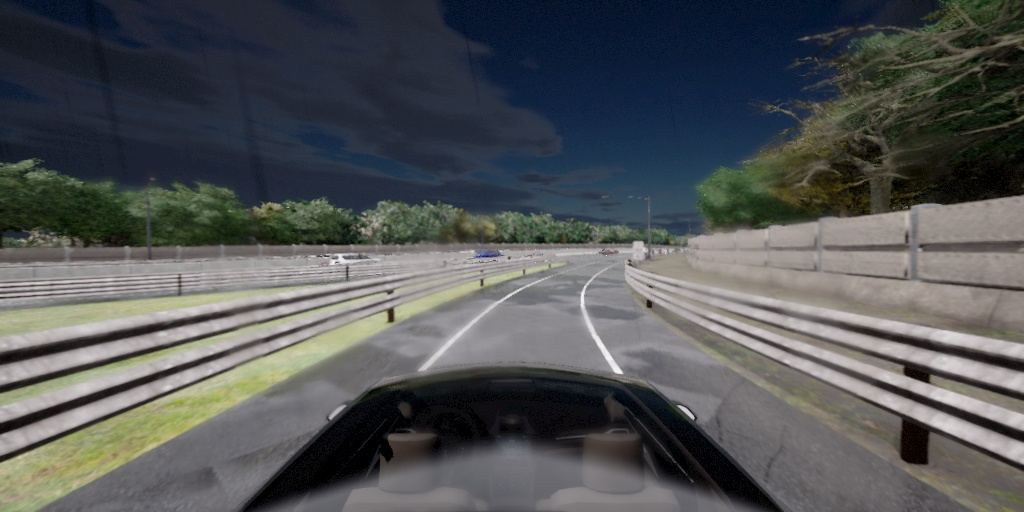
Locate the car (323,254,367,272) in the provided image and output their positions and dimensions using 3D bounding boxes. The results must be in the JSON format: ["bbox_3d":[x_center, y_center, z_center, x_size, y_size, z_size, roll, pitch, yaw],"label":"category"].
[{"bbox_3d":[-16.960,0.741,39.152,2.150,2.045,5.566,1,3,40],"label":"car"}]

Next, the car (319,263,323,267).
[{"bbox_3d":[-19.641,1.024,41.409,1.812,1.442,4.674,1,3,40],"label":"car"}]

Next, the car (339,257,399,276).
[{"bbox_3d":[-14.307,1.150,36.877,2.033,1.411,5.357,1,3,40],"label":"car"}]

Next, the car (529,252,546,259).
[{"bbox_3d":[4.612,0.135,59.104,1.812,1.442,4.674,1,3,40],"label":"car"}]

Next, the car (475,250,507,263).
[{"bbox_3d":[-3.215,0.010,55.298,2.150,2.045,5.566,1,3,40],"label":"car"}]
